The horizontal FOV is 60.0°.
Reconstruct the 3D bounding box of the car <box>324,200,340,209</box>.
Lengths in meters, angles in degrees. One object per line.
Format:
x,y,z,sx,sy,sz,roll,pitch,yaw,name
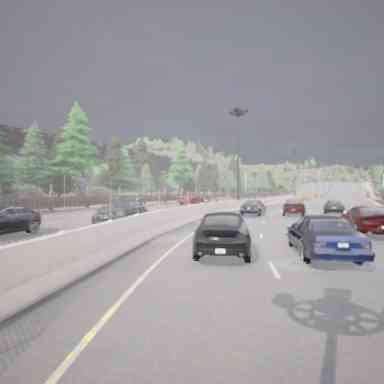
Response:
14.642,1.487,34.215,1.994,1.385,4.181,0,0,23,car

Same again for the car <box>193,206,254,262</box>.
1.153,1.462,12.062,1.837,1.490,4.892,0,0,8,car

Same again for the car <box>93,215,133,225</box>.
-4.480,1.253,21.112,2.097,1.767,4.553,0,0,13,car

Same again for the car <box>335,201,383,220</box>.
9.211,1.444,17.480,1.882,1.535,5.008,0,0,12,car

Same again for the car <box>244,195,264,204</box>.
11.222,1.360,59.686,2.033,1.411,5.357,0,0,27,car

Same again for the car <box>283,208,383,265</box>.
4.558,1.519,11.705,2.033,1.411,5.357,0,0,8,car

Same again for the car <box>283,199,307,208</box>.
9.758,1.392,31.546,1.882,1.535,5.008,0,0,20,car

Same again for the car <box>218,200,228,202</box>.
5.064,1.158,55.203,2.097,1.767,4.553,0,0,27,car

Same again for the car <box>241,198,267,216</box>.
5.739,1.449,30.917,2.033,1.411,5.357,0,0,20,car
